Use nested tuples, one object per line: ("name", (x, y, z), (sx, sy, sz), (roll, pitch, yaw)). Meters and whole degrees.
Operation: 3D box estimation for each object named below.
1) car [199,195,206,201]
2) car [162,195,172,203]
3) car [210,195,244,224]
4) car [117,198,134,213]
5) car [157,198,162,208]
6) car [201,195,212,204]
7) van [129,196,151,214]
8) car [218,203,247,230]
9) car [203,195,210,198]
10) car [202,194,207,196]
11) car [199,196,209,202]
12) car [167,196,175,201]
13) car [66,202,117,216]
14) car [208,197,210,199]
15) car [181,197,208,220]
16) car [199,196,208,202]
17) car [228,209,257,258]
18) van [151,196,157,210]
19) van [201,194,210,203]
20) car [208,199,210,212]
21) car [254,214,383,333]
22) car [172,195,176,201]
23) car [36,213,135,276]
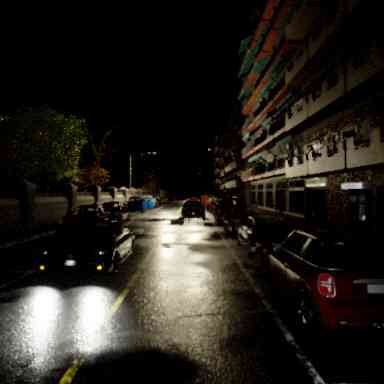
("car", (2.686, 1.603, 85.619), (1.887, 1.381, 4.507), (0, 0, 0))
("car", (-5.694, 1.561, 68.557), (1.752, 1.417, 4.829), (0, 0, 0))
("car", (2.690, 1.311, 23.686), (2.192, 1.841, 5.009), (0, 0, 0))
("car", (-5.690, 1.436, 23.685), (1.967, 1.590, 4.097), (0, 0, 0))
("car", (-5.692, 1.558, 46.205), (2.008, 1.369, 4.403), (0, 0, 0))
("car", (2.687, 1.468, 63.096), (1.967, 1.590, 4.097), (0, 0, 0))
("van", (-5.692, 1.340, 34.946), (1.690, 1.788, 3.998), (0, 0, 0))
("car", (2.690, 1.540, 18.056), (1.887, 1.381, 4.507), (0, 0, 0))
("car", (2.689, 1.442, 40.576), (1.967, 1.590, 4.097), (0, 0, 0))
("car", (2.688, 1.328, 51.836), (2.192, 1.841, 5.009), (0, 0, 0))
("car", (2.686, 1.609, 74.358), (1.947, 1.339, 4.313), (0, 0, 0))
("car", (-5.696, 1.648, 91.250), (1.802, 1.307, 4.206), (0, 0, 0))
("car", (-5.690, 1.436, 18.056), (1.967, 1.590, 4.097), (0, 0, 0))
("car", (2.688, 1.544, 34.946), (1.887, 1.381, 4.507), (0, 0, 0))
("car", (0.098, 1.474, 27.831), (1.882, 1.535, 5.008), (0, 0, 0))
("car", (2.685, 1.601, 79.988), (2.008, 1.369, 4.403), (0, 0, 0))
("car", (2.690, 1.547, 12.426), (2.008, 1.369, 4.403), (0, 0, 0))
("van", (-5.691, 1.344, 40.575), (1.690, 1.788, 3.998), (0, 0, 0))
("van", (2.687, 1.376, 68.728), (1.690, 1.788, 3.998), (0, 0, 0))
("car", (2.689, 1.547, 29.317), (2.008, 1.369, 4.403), (0, 0, 0))
("car", (2.691, 1.437, 6.796), (1.967, 1.590, 4.097), (0, 0, 0))
("car", (-5.695, 1.624, 85.619), (1.947, 1.339, 4.313), (0, 0, 0))
("car", (-3.002, 1.561, 10.205), (1.994, 1.385, 4.181), (0, 0, 0))
